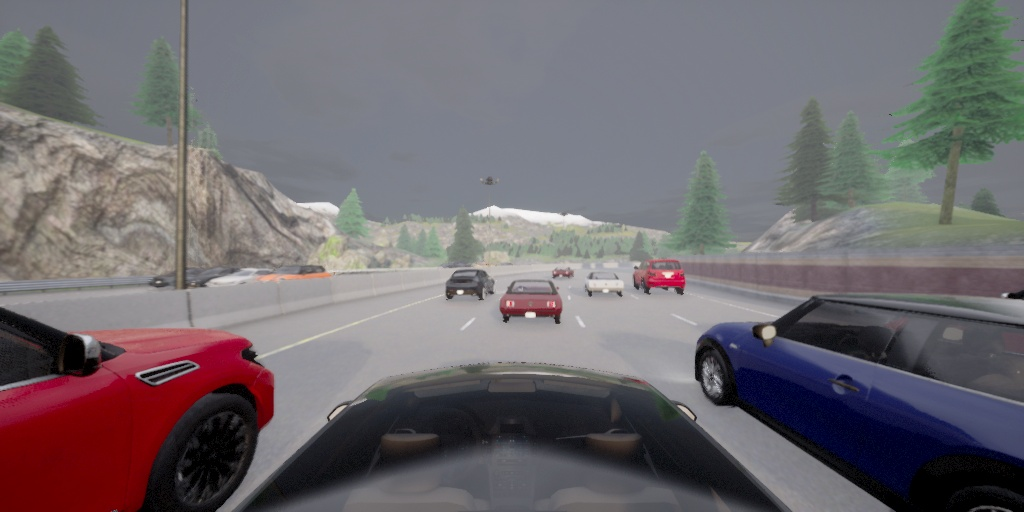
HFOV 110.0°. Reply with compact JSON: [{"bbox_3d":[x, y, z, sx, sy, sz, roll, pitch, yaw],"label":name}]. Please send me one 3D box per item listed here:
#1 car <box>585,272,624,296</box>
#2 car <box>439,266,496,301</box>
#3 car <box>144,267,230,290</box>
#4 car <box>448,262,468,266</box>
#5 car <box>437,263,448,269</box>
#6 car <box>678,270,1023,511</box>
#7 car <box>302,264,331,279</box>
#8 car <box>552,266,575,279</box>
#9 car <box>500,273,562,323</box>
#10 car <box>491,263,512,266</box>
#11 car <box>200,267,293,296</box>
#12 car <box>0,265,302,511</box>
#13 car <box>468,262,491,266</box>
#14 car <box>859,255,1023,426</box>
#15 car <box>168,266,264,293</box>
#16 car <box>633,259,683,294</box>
[{"bbox_3d":[5.290,1.573,21.084,1.895,1.301,4.718,0,-1,9],"label":"car"},{"bbox_3d":[-2.084,1.438,18.934,1.837,1.490,4.892,0,-1,7],"label":"car"},{"bbox_3d":[-22.572,1.525,25.155,1.994,1.385,4.181,0,-1,9],"label":"car"},{"bbox_3d":[-8.664,1.951,61.737,1.994,1.385,4.181,0,-1,23],"label":"car"},{"bbox_3d":[-11.468,1.901,64.129,2.128,1.511,4.902,0,-1,23],"label":"car"},{"bbox_3d":[3.719,1.129,3.462,2.097,1.767,4.553,0,-1,1],"label":"car"},{"bbox_3d":[-12.613,1.285,20.806,2.097,1.767,4.553,0,-1,9],"label":"car"},{"bbox_3d":[5.646,1.767,38.867,1.895,1.301,4.718,0,-1,16],"label":"car"},{"bbox_3d":[0.745,1.473,12.788,1.895,1.301,4.718,0,-1,5],"label":"car"},{"bbox_3d":[-1.285,1.900,61.215,1.837,1.490,4.892,0,0,24],"label":"car"},{"bbox_3d":[-15.979,1.465,22.000,1.812,1.442,4.674,0,-1,8],"label":"car"},{"bbox_3d":[-3.349,0.957,1.043,2.150,2.045,5.566,0,-1,0],"label":"car"},{"bbox_3d":[-5.074,1.868,61.312,1.882,1.535,5.008,0,-1,23],"label":"car"},{"bbox_3d":[7.172,1.005,3.553,2.150,2.045,5.566,0,-1,1],"label":"car"},{"bbox_3d":[-19.265,1.457,23.700,1.837,1.490,4.892,0,-1,9],"label":"car"},{"bbox_3d":[9.036,1.217,22.418,2.150,2.045,5.566,0,0,9],"label":"car"}]
